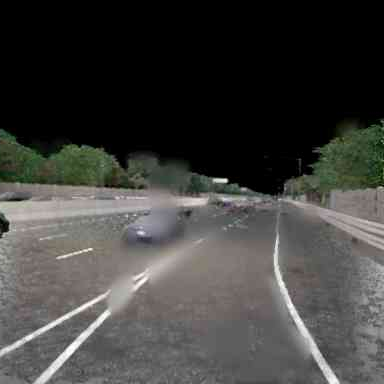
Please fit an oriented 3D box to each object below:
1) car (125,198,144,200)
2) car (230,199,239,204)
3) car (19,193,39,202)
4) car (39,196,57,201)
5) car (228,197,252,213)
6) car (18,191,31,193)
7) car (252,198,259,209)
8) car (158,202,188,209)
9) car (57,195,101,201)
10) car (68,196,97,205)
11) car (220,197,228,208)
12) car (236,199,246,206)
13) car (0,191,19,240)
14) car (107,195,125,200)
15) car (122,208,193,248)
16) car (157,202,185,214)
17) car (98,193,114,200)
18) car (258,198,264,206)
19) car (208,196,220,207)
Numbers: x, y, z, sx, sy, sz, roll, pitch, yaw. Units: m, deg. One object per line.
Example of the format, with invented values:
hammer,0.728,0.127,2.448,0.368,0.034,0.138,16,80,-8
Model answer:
car,-8.919,1.741,55.765,1.994,1.385,4.181,1,0,15
car,12.067,2.670,94.494,1.994,1.385,4.181,2,-1,15
car,-19.605,1.254,42.811,1.882,1.535,5.008,1,0,15
car,-16.306,1.338,41.625,1.882,1.535,5.008,1,0,15
car,6.680,1.895,46.183,2.097,1.767,4.553,1,0,15
car,-23.121,0.900,43.143,2.150,2.045,5.566,1,0,15
car,10.748,2.330,61.688,2.033,1.411,5.357,2,0,15
car,-1.300,1.794,29.760,1.895,1.301,4.718,1,0,15
car,-13.254,1.408,39.529,1.882,1.535,5.008,1,0,15
car,-19.089,1.455,58.298,2.033,1.411,5.357,1,0,15
car,6.870,2.142,60.672,1.882,1.535,5.008,2,0,15
car,11.671,2.439,79.067,1.882,1.535,5.008,2,-1,15
car,-9.568,1.050,12.362,2.150,2.045,5.566,1,0,15
car,-12.155,1.660,57.186,1.994,1.385,4.181,1,0,15
car,-1.540,1.641,15.320,1.994,1.385,4.181,1,0,15
car,-2.365,1.837,39.356,1.895,1.301,4.718,2,0,15
car,-15.465,1.232,58.297,2.150,2.045,5.566,2,0,15
car,16.054,2.638,82.021,1.812,1.442,4.674,2,-1,15
car,4.778,1.875,66.465,2.150,2.045,5.566,2,-1,15
